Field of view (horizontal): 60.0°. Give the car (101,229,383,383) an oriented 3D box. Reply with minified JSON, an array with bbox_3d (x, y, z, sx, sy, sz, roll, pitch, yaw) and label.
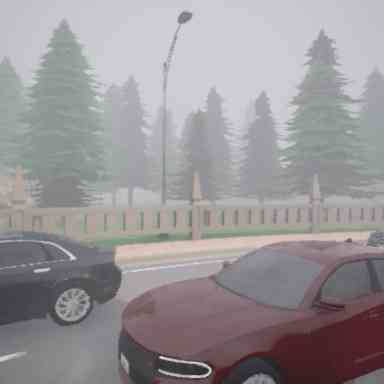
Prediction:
[{"bbox_3d":[1.550,1.437,4.464,5.008,1.535,1.882,0,1,-28],"label":"car"}]

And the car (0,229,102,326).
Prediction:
[{"bbox_3d":[-3.579,1.425,5.375,4.892,1.490,1.837,0,0,-34],"label":"car"}]
